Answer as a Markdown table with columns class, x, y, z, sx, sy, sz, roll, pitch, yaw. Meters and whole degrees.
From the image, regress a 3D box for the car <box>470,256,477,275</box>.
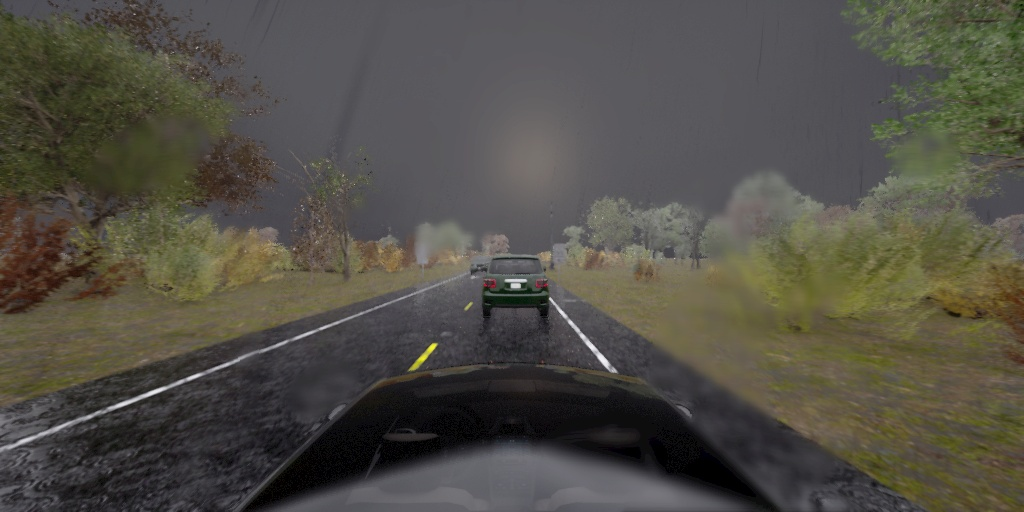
| class | x | y | z | sx | sy | sz | roll | pitch | yaw |
| --- | --- | --- | --- | --- | --- | --- | --- | --- | --- |
| car | -3.426 | 0.986 | 40.725 | 2.150 | 2.045 | 5.566 | 0 | 0 | 1 |

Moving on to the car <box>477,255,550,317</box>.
| class | x | y | z | sx | sy | sz | roll | pitch | yaw |
| --- | --- | --- | --- | --- | --- | --- | --- | --- | --- |
| car | 0.118 | 0.976 | 13.284 | 2.150 | 2.045 | 5.566 | 0 | 0 | 0 |
